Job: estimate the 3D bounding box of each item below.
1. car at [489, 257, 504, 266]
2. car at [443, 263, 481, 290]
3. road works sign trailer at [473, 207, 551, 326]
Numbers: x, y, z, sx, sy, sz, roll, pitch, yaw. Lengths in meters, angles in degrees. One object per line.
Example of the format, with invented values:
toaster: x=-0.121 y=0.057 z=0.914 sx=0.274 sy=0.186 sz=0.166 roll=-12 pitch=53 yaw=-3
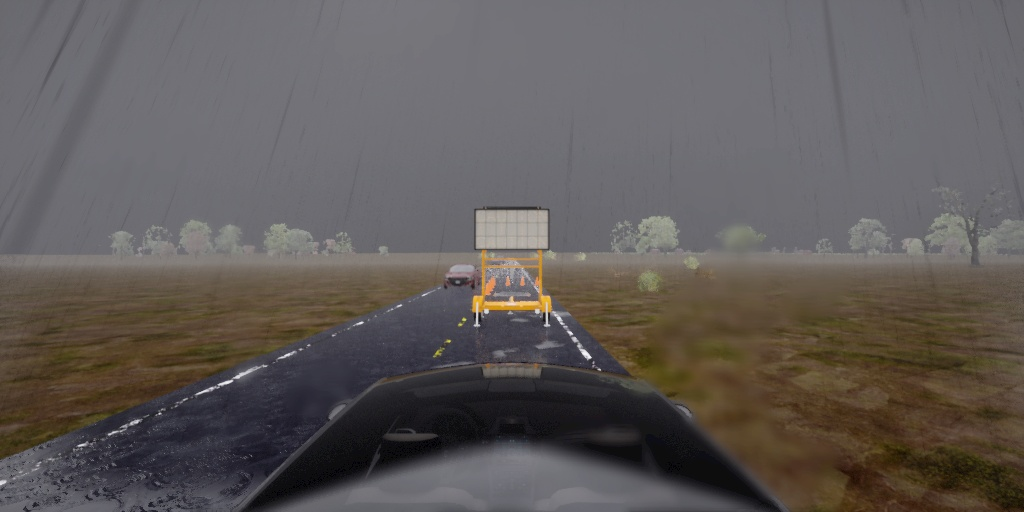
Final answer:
car: x=-3.045 y=1.298 z=64.677 sx=2.033 sy=1.411 sz=5.357 roll=0 pitch=0 yaw=1
car: x=-3.099 y=1.227 z=22.949 sx=1.882 sy=1.535 sz=5.008 roll=0 pitch=0 yaw=0
road works sign trailer: x=-0.001 y=0.214 z=11.611 sx=2.380 sy=3.560 sz=2.880 roll=0 pitch=0 yaw=0
